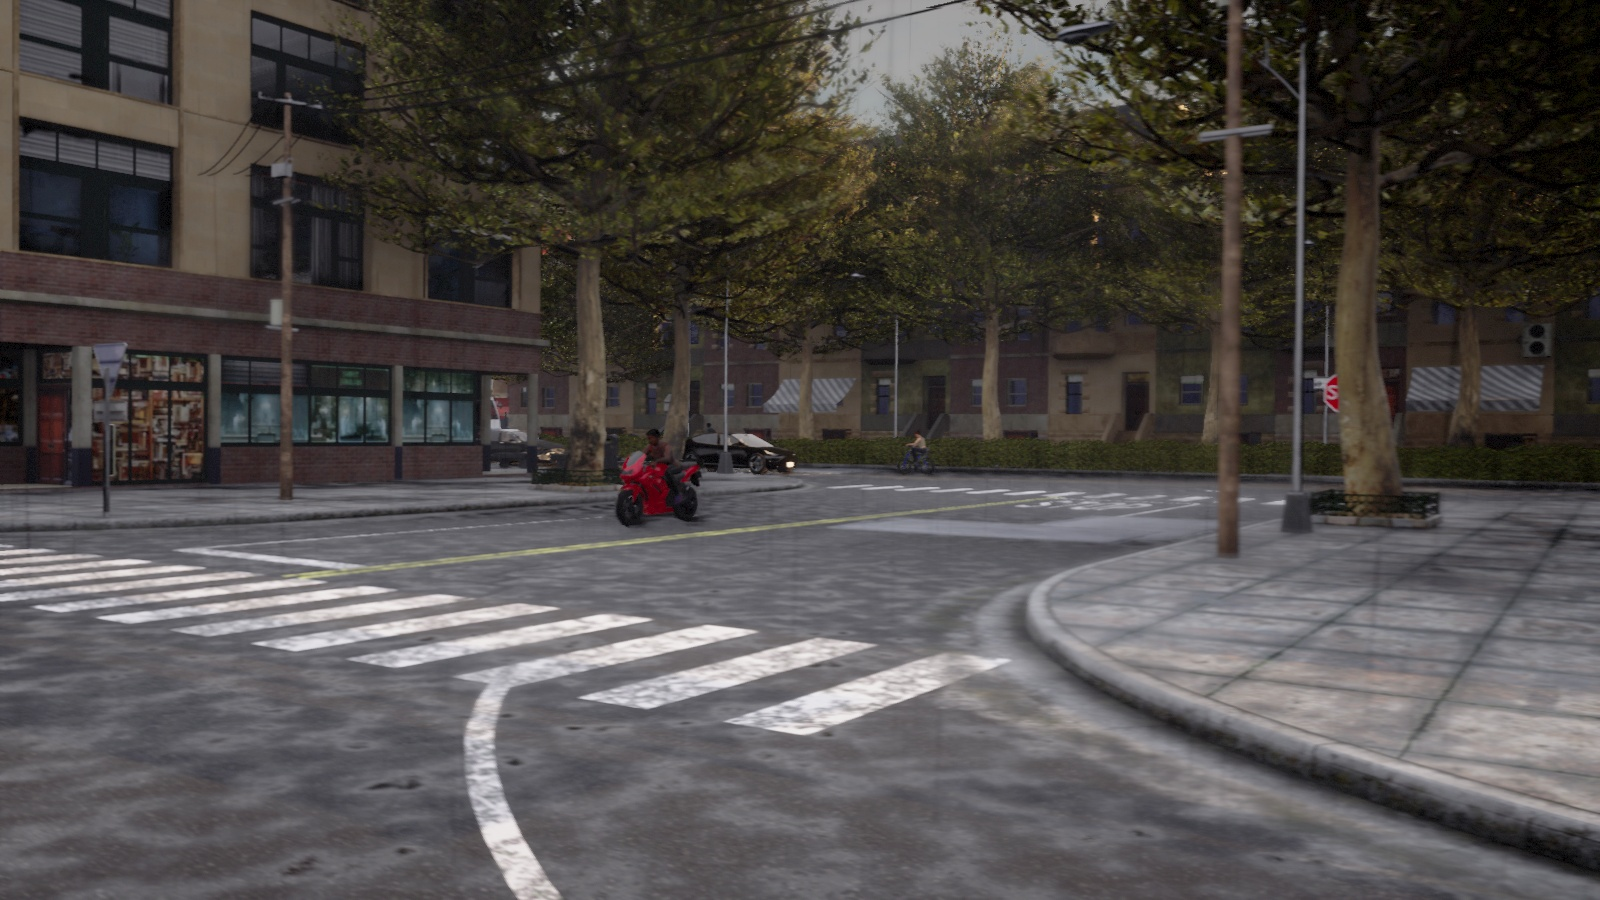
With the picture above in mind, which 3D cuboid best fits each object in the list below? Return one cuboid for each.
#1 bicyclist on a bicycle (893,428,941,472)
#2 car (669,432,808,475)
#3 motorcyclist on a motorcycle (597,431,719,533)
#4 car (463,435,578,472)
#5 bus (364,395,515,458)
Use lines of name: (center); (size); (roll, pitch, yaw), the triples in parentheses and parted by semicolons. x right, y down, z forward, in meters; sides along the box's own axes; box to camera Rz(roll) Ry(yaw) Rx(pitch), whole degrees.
bicyclist on a bicycle: (4.326, -0.004, 46.341); (1.509, 1.612, 0.866); (-1, 1, 33)
car: (-2.296, 0.116, 46.534); (4.792, 1.488, 2.163); (0, 1, 34)
motorcyclist on a motorcycle: (-2.220, 0.462, 19.890); (0.797, 1.523, 2.044); (0, 1, 33)
car: (-11.786, 0.122, 52.797); (4.892, 1.490, 1.837); (0, 1, 33)
bus: (-25.704, -1.645, 90.222); (3.944, 4.253, 10.273); (0, 1, 34)
